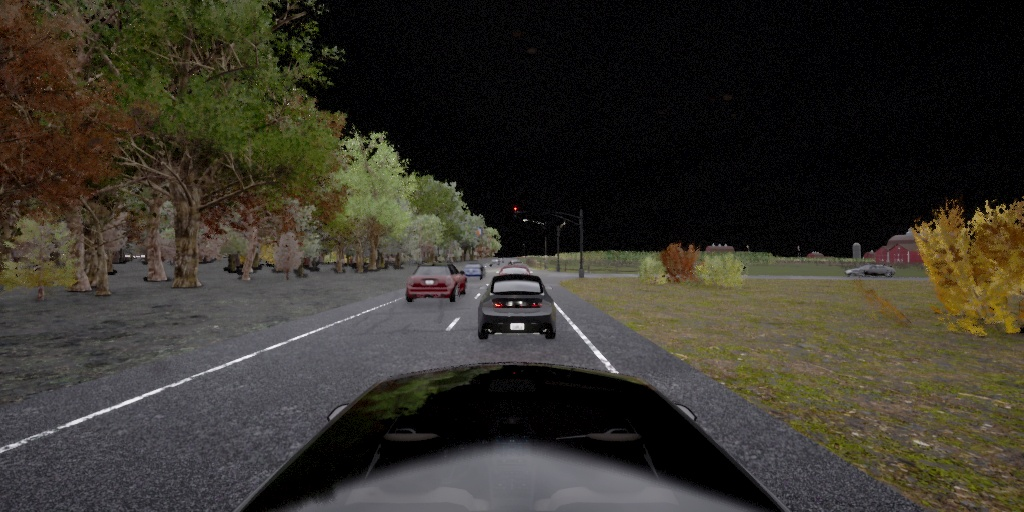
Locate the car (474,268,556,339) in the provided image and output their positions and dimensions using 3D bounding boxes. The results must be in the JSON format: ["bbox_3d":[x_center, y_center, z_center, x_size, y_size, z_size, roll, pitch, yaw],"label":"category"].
[{"bbox_3d":[0.115,1.257,10.061,1.837,1.490,4.892,0,0,0],"label":"car"}]

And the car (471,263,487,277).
[{"bbox_3d":[-3.349,1.304,31.952,2.033,1.411,5.357,0,0,0],"label":"car"}]

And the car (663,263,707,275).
[{"bbox_3d":[20.315,1.520,42.113,4.902,1.511,2.128,1,-1,0],"label":"car"}]

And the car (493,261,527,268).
[{"bbox_3d":[0.134,1.232,19.424,1.882,1.535,5.008,0,0,0],"label":"car"}]

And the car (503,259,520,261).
[{"bbox_3d":[0.403,1.247,54.059,2.128,1.511,4.902,0,0,-8],"label":"car"}]

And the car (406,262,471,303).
[{"bbox_3d":[-3.374,1.106,16.811,2.097,1.767,4.553,0,0,0],"label":"car"}]

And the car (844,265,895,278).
[{"bbox_3d":[41.795,1.754,41.962,4.902,1.511,2.128,1,-1,1],"label":"car"}]
